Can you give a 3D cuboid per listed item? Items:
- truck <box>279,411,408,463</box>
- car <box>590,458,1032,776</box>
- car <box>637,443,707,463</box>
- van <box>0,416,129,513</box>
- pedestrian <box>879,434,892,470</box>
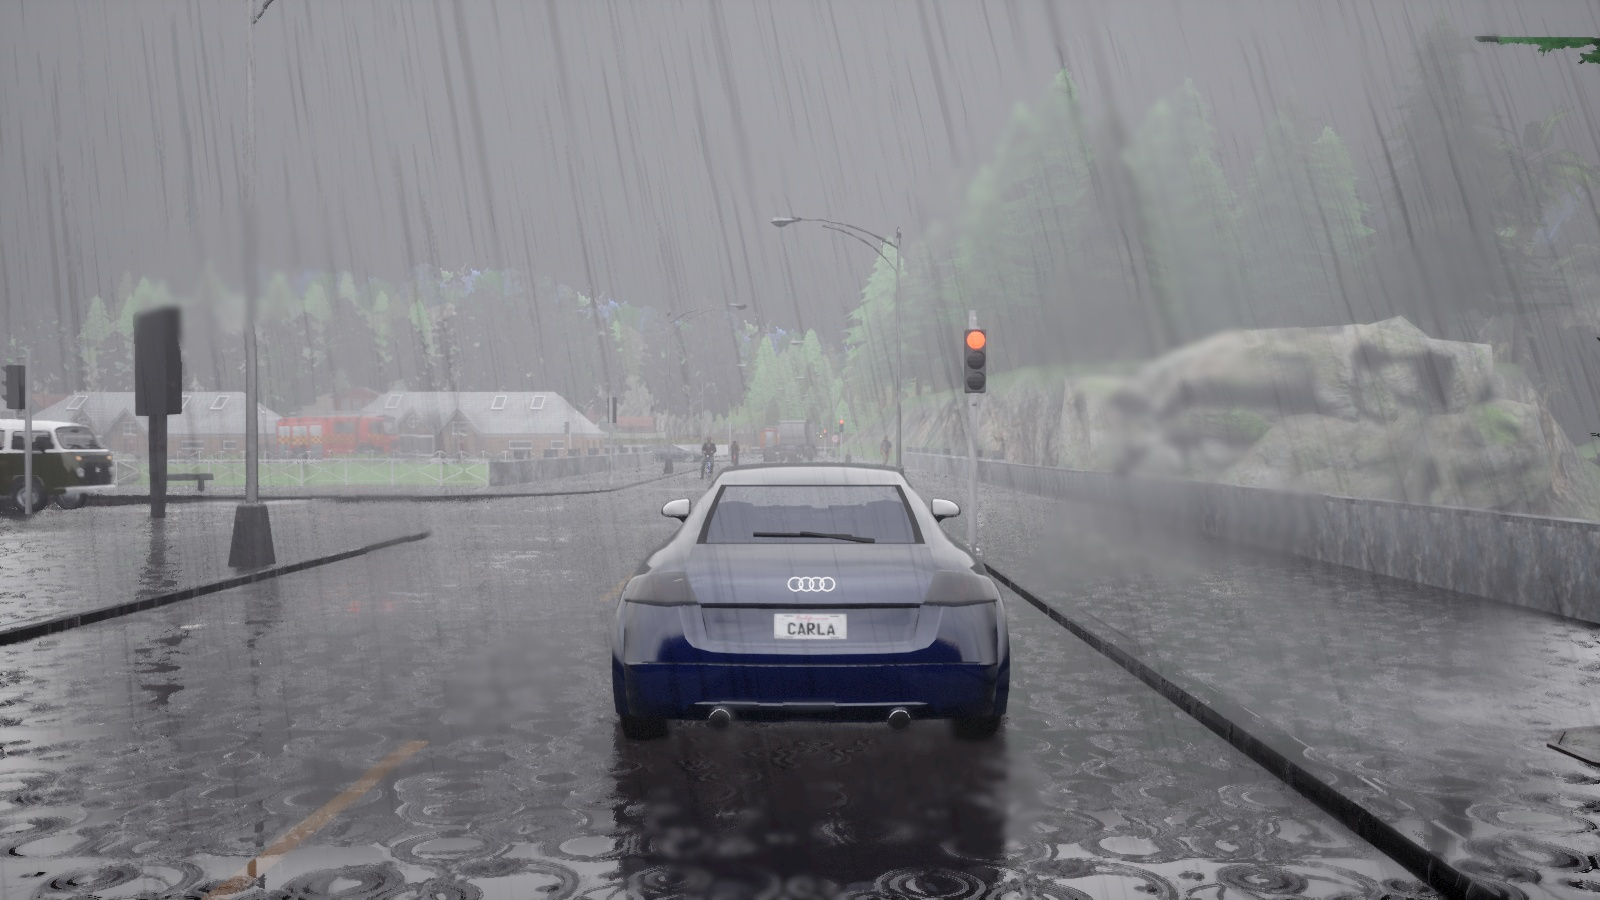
[{"bbox_3d":[-33.785,-0.971,93.168,8.468,3.827,2.891,0,0,0],"label":"truck"},{"bbox_3d":[0.066,0.767,7.763,1.994,1.385,4.181,0,0,1],"label":"car"},{"bbox_3d":[-9.413,0.215,92.798,4.792,1.488,2.163,0,0,6],"label":"car"},{"bbox_3d":[-17.456,0.301,27.435,4.480,2.038,2.069,0,0,0],"label":"van"},{"bbox_3d":[4.448,0.091,65.370,0.540,1.848,0.694,0,0,-11],"label":"pedestrian"}]
